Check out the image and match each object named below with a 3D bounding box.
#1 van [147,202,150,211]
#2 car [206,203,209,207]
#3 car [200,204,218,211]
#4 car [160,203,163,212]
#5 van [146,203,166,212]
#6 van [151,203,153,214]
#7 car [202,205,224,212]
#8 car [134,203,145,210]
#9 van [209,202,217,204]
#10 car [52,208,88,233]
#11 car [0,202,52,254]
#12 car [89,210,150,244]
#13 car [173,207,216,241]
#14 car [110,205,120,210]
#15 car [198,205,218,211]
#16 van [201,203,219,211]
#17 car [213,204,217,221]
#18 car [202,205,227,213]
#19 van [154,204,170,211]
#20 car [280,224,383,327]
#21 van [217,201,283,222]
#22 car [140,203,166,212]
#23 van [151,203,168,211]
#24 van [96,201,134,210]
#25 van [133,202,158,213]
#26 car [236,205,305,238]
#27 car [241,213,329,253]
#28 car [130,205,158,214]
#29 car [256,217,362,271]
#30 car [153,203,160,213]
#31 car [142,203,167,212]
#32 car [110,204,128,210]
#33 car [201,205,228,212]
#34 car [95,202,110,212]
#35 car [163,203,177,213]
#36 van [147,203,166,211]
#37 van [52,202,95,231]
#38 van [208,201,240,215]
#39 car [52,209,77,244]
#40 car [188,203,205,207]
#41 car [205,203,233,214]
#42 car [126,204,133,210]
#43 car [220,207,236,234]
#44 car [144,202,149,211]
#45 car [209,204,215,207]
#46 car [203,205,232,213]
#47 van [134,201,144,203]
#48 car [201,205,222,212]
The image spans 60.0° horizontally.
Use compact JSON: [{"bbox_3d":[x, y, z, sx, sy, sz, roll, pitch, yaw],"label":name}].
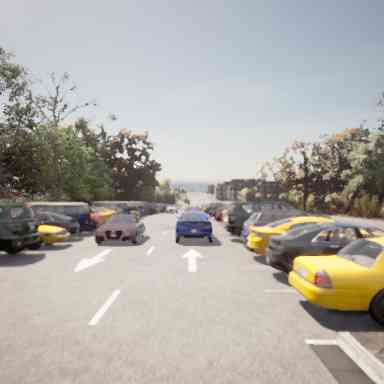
[{"bbox_3d":[-8.427,2.261,45.364,4.442,1.987,1.878,0,-2,0],"label":"van"},{"bbox_3d":[4.507,2.432,42.588,4.792,1.488,2.163,0,-2,0],"label":"car"},{"bbox_3d":[4.501,4.068,86.949,4.553,1.767,2.185,0,-2,0],"label":"car"},{"bbox_3d":[-8.548,3.321,64.736,4.674,1.452,2.002,0,-2,0],"label":"car"},{"bbox_3d":[-8.430,3.628,78.711,4.442,1.987,1.878,0,-2,0],"label":"van"},{"bbox_3d":[-8.661,2.488,50.907,4.442,1.987,1.878,0,-2,0],"label":"van"},{"bbox_3d":[4.563,3.652,73.076,4.792,1.488,2.163,0,-2,0],"label":"car"},{"bbox_3d":[-8.358,2.266,37.202,5.366,1.575,1.946,0,-1,0],"label":"car"},{"bbox_3d":[4.653,2.108,39.814,4.442,1.987,1.878,0,-1,0],"label":"van"},{"bbox_3d":[-8.535,1.787,17.814,4.892,1.521,2.231,0,-1,0],"label":"car"},{"bbox_3d":[-8.569,1.405,12.285,5.566,2.045,2.435,0,-1,0],"label":"car"},{"bbox_3d":[-3.601,1.856,17.260,1.994,1.385,4.181,0,-1,0],"label":"car"},{"bbox_3d":[0.098,1.801,18.542,1.882,1.535,5.008,0,-1,0],"label":"car"},{"bbox_3d":[-8.537,1.990,25.997,5.008,1.535,2.097,0,-1,0],"label":"car"},{"bbox_3d":[4.347,4.436,92.485,5.366,1.575,1.946,0,-3,0],"label":"car"},{"bbox_3d":[4.416,3.738,81.408,4.442,1.987,1.878,0,-2,0],"label":"van"},{"bbox_3d":[4.532,2.057,28.707,5.008,1.535,2.097,0,-1,0],"label":"car"},{"bbox_3d":[4.528,3.397,67.529,4.892,1.521,2.231,0,-2,0],"label":"car"},{"bbox_3d":[-8.665,4.342,95.186,4.442,1.987,1.878,0,-3,0],"label":"van"},{"bbox_3d":[4.725,1.551,6.518,5.366,1.575,1.946,0,-1,0],"label":"car"},{"bbox_3d":[4.421,1.762,25.937,4.442,1.987,1.878,0,-1,0],"label":"van"},{"bbox_3d":[-8.518,3.376,73.177,5.566,2.045,2.435,0,-2,0],"label":"car"},{"bbox_3d":[-8.439,3.972,87.031,4.442,1.987,1.878,0,-2,0],"label":"van"},{"bbox_3d":[-8.660,1.974,34.436,4.442,1.987,1.878,0,-1,0],"label":"van"},{"bbox_3d":[-8.662,2.942,61.979,4.442,1.987,1.878,0,-2,0],"label":"van"},{"bbox_3d":[4.507,1.589,14.837,4.553,1.767,2.185,0,-1,0],"label":"car"},{"bbox_3d":[4.533,1.653,12.058,5.008,1.535,2.097,0,-1,0],"label":"car"},{"bbox_3d":[-8.543,3.099,59.326,4.674,1.452,2.002,0,-2,0],"label":"car"},{"bbox_3d":[4.534,1.600,9.287,4.892,1.521,2.231,0,-1,0],"label":"car"},{"bbox_3d":[-8.516,2.576,53.677,5.566,2.045,2.435,0,-2,0],"label":"car"},{"bbox_3d":[-8.518,3.489,75.945,5.566,2.045,2.435,0,-2,0],"label":"car"},{"bbox_3d":[-8.537,2.062,28.892,5.008,1.535,2.097,0,-1,0],"label":"car"},{"bbox_3d":[4.719,3.506,70.303,5.366,1.575,1.946,0,-2,0],"label":"car"},{"bbox_3d":[-8.510,1.798,23.356,4.553,1.767,2.185,0,-1,0],"label":"car"},{"bbox_3d":[-3.553,3.054,58.974,1.812,1.442,4.674,0,-4,0],"label":"car"},{"bbox_3d":[-8.663,3.741,81.479,4.442,1.987,1.878,0,-2,0],"label":"van"},{"bbox_3d":[-8.658,1.629,20.589,4.442,1.987,1.878,0,-1,0],"label":"van"},{"bbox_3d":[4.653,2.374,48.121,4.442,1.987,1.878,0,-2,0],"label":"van"},{"bbox_3d":[-8.356,1.716,15.047,5.366,1.575,1.946,0,-1,0],"label":"car"},{"bbox_3d":[0.097,2.206,34.802,1.882,1.535,5.008,0,-1,0],"label":"car"},{"bbox_3d":[4.567,2.815,56.439,4.553,1.767,2.185,0,-2,0],"label":"car"},{"bbox_3d":[-8.537,2.132,31.662,4.892,1.521,2.231,0,-1,0],"label":"car"},{"bbox_3d":[4.536,1.959,23.155,4.674,1.452,2.002,0,-1,0],"label":"car"},{"bbox_3d":[-8.549,2.406,42.738,5.008,1.535,2.097,0,-1,0],"label":"car"},{"bbox_3d":[4.534,2.304,37.032,4.674,1.452,2.002,0,-1,0],"label":"car"},{"bbox_3d":[4.720,3.165,61.982,5.366,1.575,1.946,0,-2,0],"label":"car"},{"bbox_3d":[-8.426,2.112,39.974,4.442,1.987,1.878,0,-1,0],"label":"van"},{"bbox_3d":[4.562,3.880,78.623,4.792,1.488,2.163,0,-2,0],"label":"car"}]
